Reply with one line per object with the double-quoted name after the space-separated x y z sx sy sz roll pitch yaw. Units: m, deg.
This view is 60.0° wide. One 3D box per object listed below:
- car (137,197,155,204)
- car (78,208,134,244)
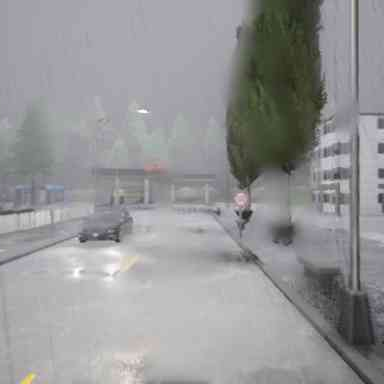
-9.081 1.800 65.584 3.633 1.501 1.845 0 0 0 "car"
-4.093 1.603 16.518 1.837 1.490 4.892 0 0 0 "car"
